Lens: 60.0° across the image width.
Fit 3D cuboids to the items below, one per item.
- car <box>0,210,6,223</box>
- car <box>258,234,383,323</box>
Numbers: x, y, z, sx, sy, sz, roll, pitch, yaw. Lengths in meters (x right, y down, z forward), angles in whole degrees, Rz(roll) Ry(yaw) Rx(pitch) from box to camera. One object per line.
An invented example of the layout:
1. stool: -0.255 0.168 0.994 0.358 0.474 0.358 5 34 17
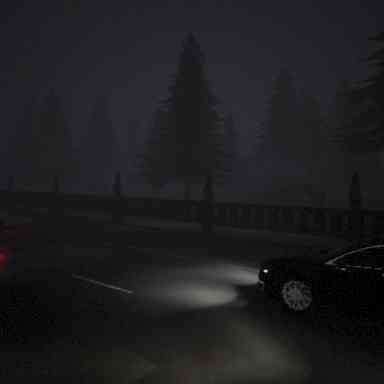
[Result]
1. car: -11.121 1.032 16.252 4.718 1.301 1.895 2 1 36
2. car: 3.574 1.494 5.742 4.892 1.490 1.837 2 1 36
